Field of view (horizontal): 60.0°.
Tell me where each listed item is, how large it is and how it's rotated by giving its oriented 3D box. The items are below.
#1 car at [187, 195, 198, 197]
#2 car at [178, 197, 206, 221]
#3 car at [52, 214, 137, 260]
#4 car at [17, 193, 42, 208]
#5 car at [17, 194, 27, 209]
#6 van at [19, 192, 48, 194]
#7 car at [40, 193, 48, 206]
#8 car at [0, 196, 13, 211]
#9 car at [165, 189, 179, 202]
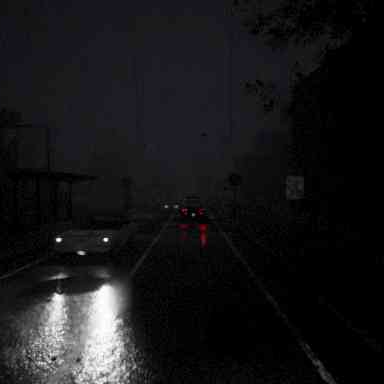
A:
[{"bbox_3d":[0.099,1.078,41.870,2.128,1.511,4.902,0,1,0],"label":"car"},{"bbox_3d":[0.097,1.357,25.316,1.812,1.442,4.674,0,1,0],"label":"car"},{"bbox_3d":[-3.350,1.530,12.299,1.895,1.301,4.718,0,0,0],"label":"car"},{"bbox_3d":[-21.932,1.247,40.932,5.366,1.575,1.946,0,0,0],"label":"car"},{"bbox_3d":[-22.143,1.294,38.157,4.792,1.488,2.163,0,0,0],"label":"car"},{"bbox_3d":[-22.009,0.995,46.481,4.442,1.987,1.878,0,0,0],"label":"van"},{"bbox_3d":[-22.152,1.265,43.709,4.792,1.488,2.163,0,0,0],"label":"car"},{"bbox_3d":[-22.105,1.281,35.383,4.892,1.521,2.231,0,0,0],"label":"car"},{"bbox_3d":[-3.252,0.529,54.871,2.150,2.045,5.566,0,1,0],"label":"car"}]
